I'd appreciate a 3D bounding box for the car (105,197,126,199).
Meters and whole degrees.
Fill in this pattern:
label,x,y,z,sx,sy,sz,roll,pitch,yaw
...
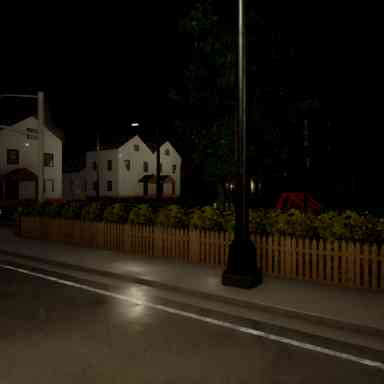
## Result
label,x,y,z,sx,sy,sz,roll,pitch,yaw
car,-9.389,1.352,38.811,2.097,1.767,4.553,0,0,35

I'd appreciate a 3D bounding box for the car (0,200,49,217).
label,x,y,z,sx,sy,sz,roll,pitch,yaw
car,-15.037,1.491,30.641,2.128,1.511,4.902,0,0,35
